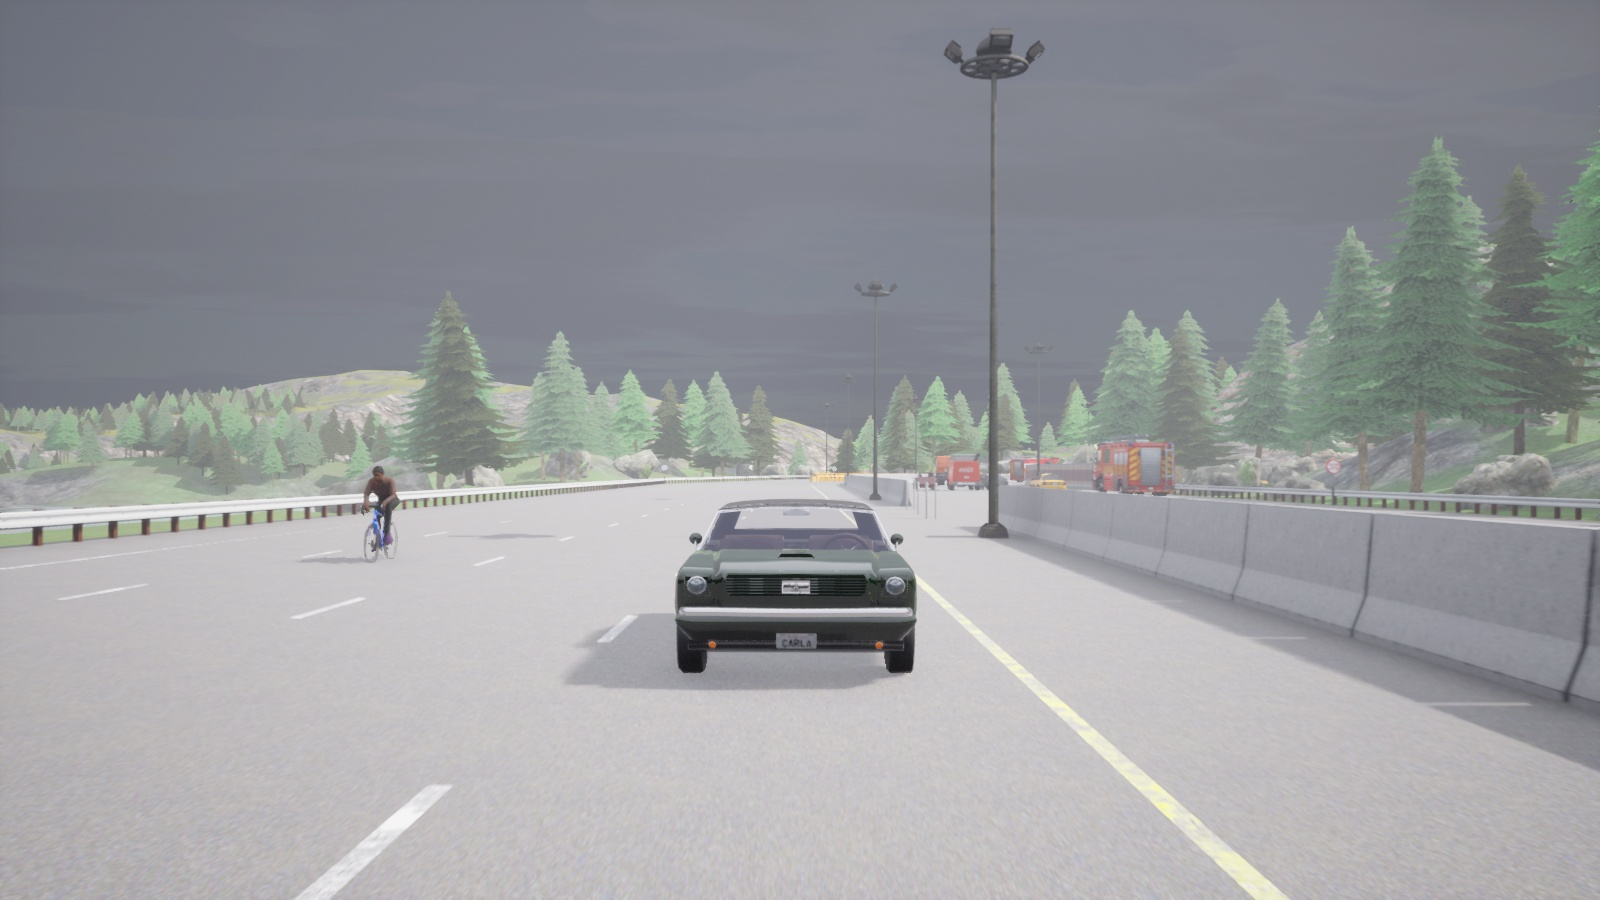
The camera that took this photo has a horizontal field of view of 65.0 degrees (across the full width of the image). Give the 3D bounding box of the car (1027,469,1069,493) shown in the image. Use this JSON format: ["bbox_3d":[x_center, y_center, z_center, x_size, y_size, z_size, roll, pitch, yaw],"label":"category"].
[{"bbox_3d":[17.289,2.154,87.695,1.801,1.575,5.366,0,-1,0],"label":"car"}]

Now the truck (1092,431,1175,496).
[{"bbox_3d":[20.809,0.887,78.895,2.891,3.827,8.468,0,-1,0],"label":"truck"}]

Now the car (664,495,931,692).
[{"bbox_3d":[-0.026,1.104,11.302,1.895,1.301,4.718,0,-1,0],"label":"car"}]

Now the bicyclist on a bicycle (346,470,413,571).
[{"bbox_3d":[-7.050,1.149,21.122,0.582,1.620,1.656,0,-1,0],"label":"bicyclist on a bicycle"}]
